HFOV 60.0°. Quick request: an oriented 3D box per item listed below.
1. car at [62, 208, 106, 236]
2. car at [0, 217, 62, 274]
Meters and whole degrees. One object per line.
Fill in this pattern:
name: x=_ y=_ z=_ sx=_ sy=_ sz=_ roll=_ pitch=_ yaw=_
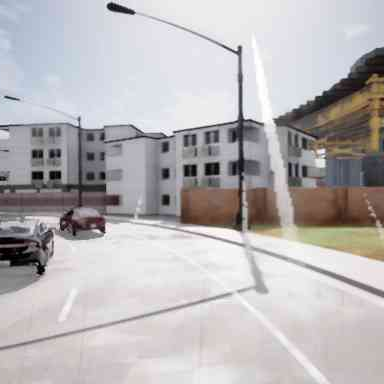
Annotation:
car: x=-6.491 y=1.660 z=19.634 sx=1.812 sy=1.442 sz=4.674 roll=0 pitch=0 yaw=-33
car: x=-5.487 y=1.584 z=10.572 sx=2.128 sy=1.511 sz=4.902 roll=0 pitch=0 yaw=-19
